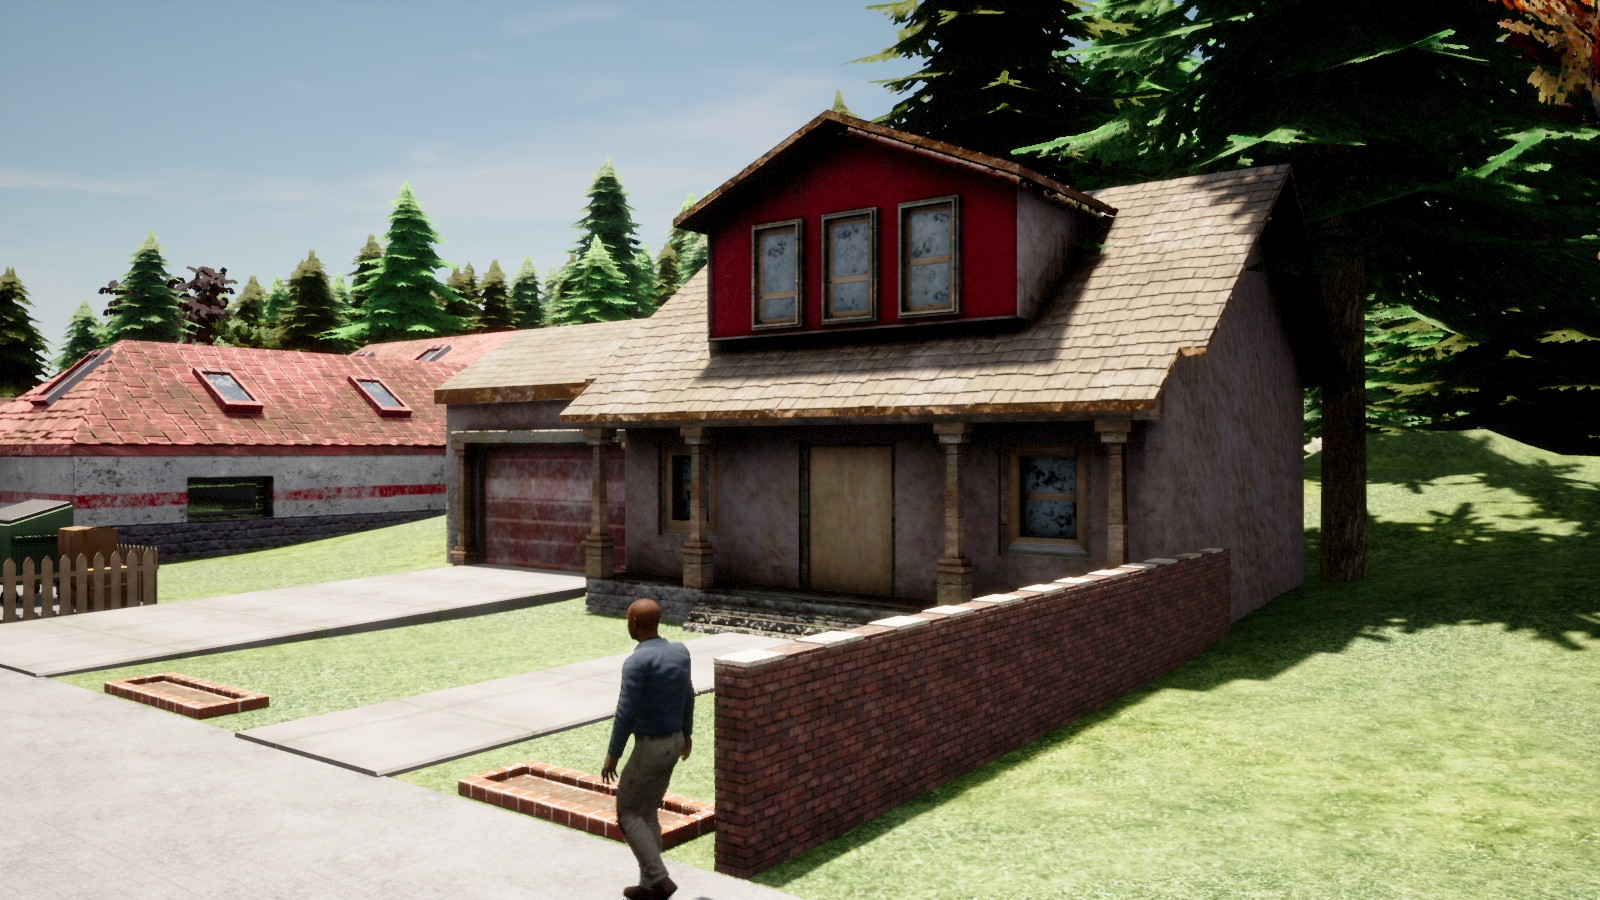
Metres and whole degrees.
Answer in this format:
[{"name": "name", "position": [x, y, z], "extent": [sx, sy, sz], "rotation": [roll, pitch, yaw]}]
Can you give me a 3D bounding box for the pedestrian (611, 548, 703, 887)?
[{"name": "pedestrian", "position": [-0.833, 1.524, 6.680], "extent": [0.375, 1.860, 0.375], "rotation": [0, 0, 37]}]
